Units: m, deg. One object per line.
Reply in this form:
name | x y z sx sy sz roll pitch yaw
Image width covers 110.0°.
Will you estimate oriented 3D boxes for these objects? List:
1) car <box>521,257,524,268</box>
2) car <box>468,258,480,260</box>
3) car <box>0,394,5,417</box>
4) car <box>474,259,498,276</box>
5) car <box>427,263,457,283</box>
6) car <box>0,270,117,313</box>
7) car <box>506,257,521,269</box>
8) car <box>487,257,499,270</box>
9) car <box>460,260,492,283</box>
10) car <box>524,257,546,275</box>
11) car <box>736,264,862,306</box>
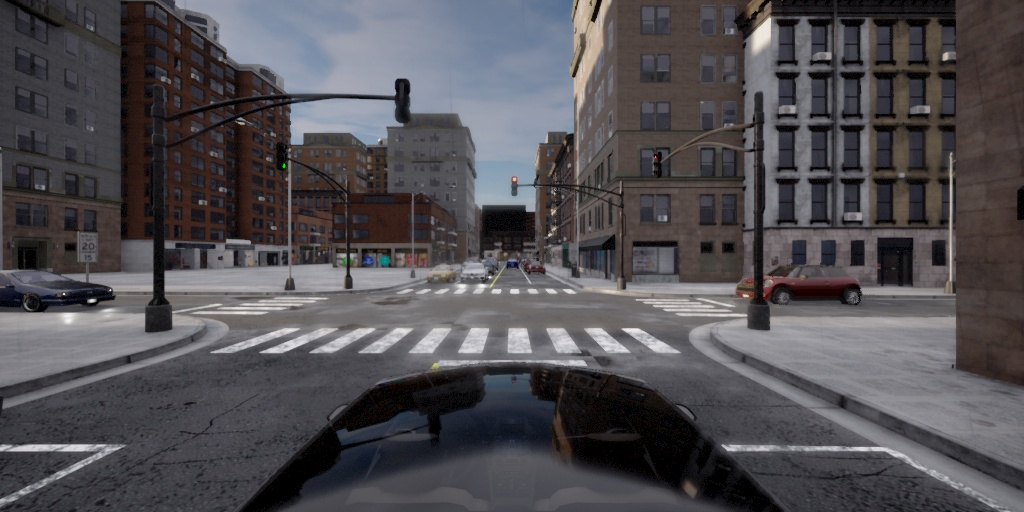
car | 2.621 1.066 45.124 2.192 1.841 5.009 0 0 0
car | -5.404 1.302 45.121 2.007 1.370 4.403 0 0 0
car | -5.388 1.300 1.290 2.007 1.370 4.403 0 0 0
car | -2.850 1.314 37.898 1.994 1.385 4.181 0 0 1
car | -5.397 1.276 27.965 1.751 1.417 4.829 0 0 0
car | -17.807 1.216 12.935 5.357 1.411 2.033 0 0 0
car | 0.080 1.231 57.789 1.882 1.535 5.008 0 -1 0
car | -2.848 1.242 50.497 2.128 1.511 4.902 0 0 0
car | -2.856 1.276 28.106 1.812 1.442 4.674 0 0 0
car | 2.624 1.191 39.462 1.967 1.591 4.097 0 0 0
car | 12.492 1.172 15.844 4.553 1.767 2.097 0 0 -2
